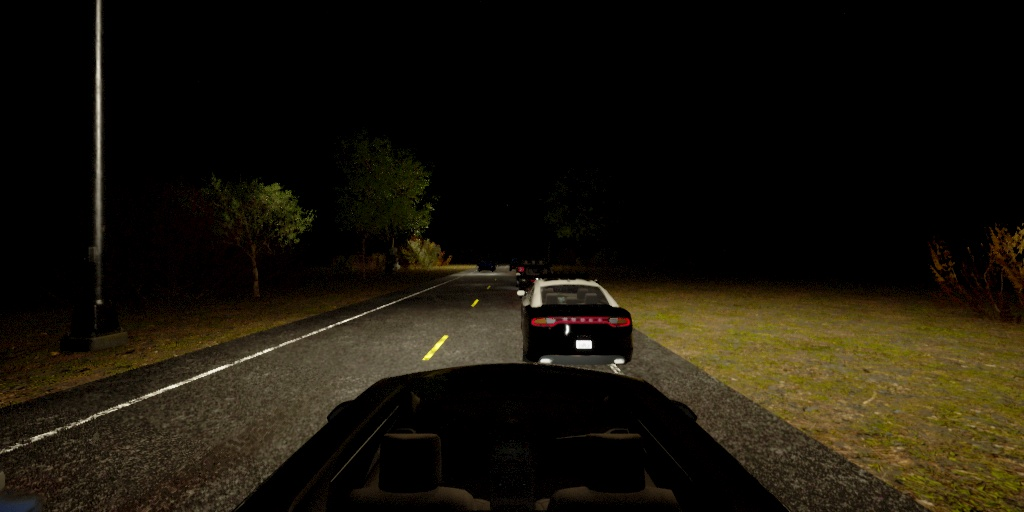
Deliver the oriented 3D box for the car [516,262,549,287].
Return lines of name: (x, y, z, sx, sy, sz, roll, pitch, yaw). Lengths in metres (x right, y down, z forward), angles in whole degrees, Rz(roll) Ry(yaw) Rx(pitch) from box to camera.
car: (1.278, 1.248, 18.051, 1.837, 1.490, 4.892, 0, 0, 1)

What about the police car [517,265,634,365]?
police car: (1.152, 1.173, 8.163, 1.930, 1.638, 5.238, 0, 0, 1)

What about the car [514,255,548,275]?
car: (1.353, 0.962, 24.081, 2.150, 2.045, 5.566, 0, 0, 1)

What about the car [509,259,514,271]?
car: (0.630, 1.230, 46.583, 1.812, 1.442, 4.674, 0, 0, 1)

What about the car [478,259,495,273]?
car: (-3.049, 1.187, 43.506, 1.882, 1.535, 5.008, 0, 0, 1)
